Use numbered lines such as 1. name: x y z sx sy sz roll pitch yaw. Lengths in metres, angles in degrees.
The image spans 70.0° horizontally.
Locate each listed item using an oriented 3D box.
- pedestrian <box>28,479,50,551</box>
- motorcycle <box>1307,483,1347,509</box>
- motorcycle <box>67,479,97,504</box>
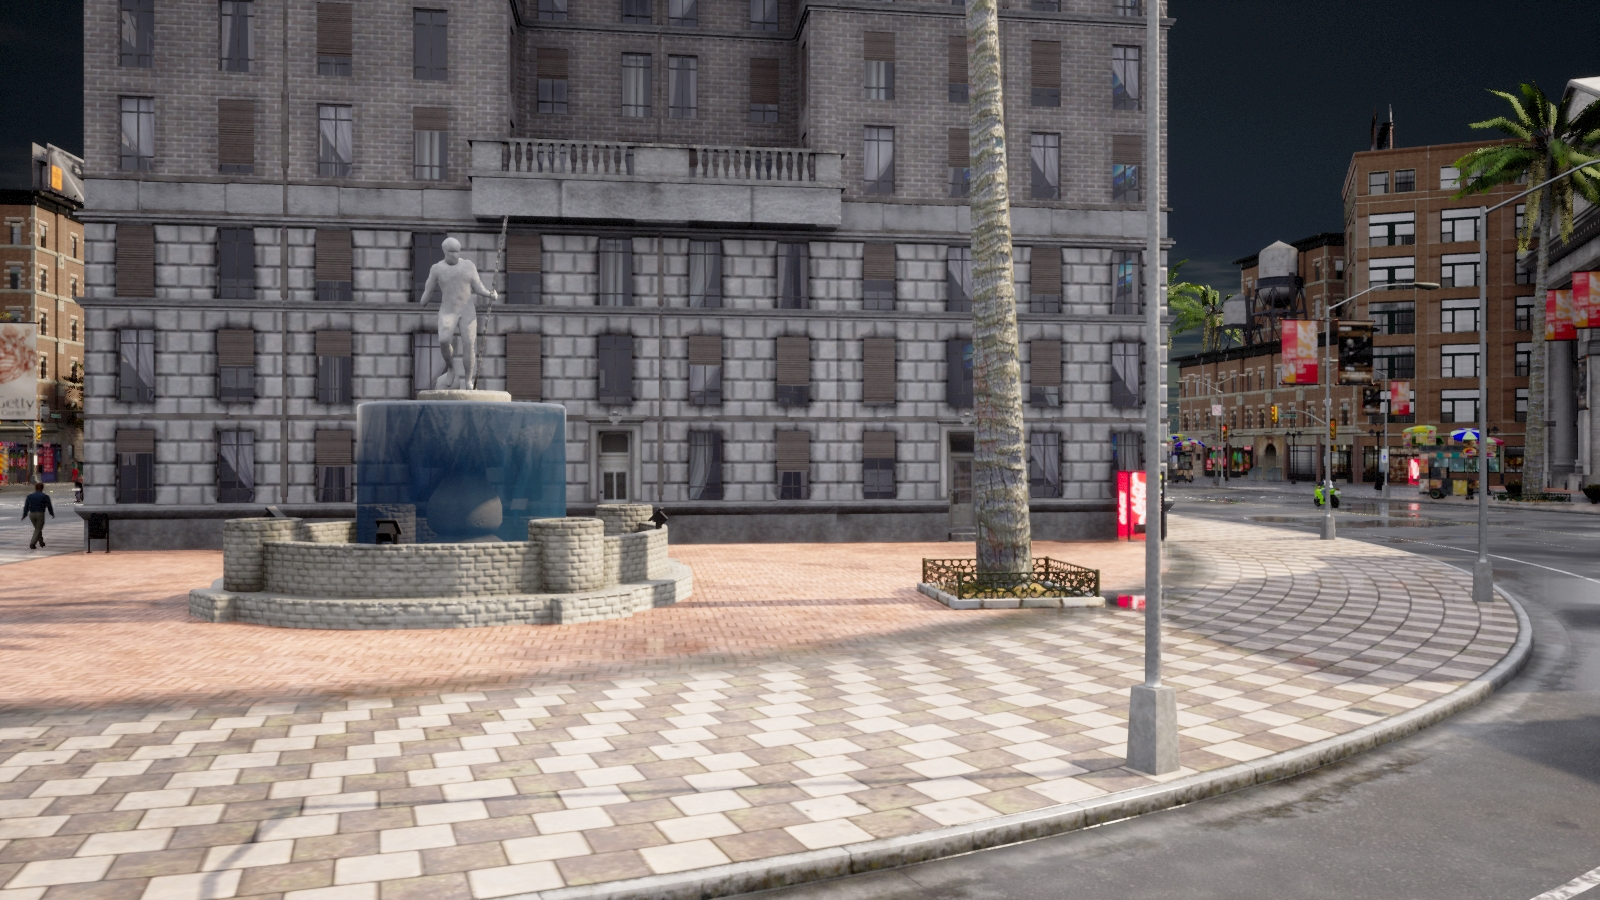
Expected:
1. pedestrian: -19.971 1.696 29.979 0.375 1.860 0.375 0 0 -14
2. motorcycle: 25.547 2.213 55.422 0.803 1.145 2.033 0 0 -7
3. motorcycle: -38.135 2.205 60.718 0.867 1.251 2.209 0 0 -19
